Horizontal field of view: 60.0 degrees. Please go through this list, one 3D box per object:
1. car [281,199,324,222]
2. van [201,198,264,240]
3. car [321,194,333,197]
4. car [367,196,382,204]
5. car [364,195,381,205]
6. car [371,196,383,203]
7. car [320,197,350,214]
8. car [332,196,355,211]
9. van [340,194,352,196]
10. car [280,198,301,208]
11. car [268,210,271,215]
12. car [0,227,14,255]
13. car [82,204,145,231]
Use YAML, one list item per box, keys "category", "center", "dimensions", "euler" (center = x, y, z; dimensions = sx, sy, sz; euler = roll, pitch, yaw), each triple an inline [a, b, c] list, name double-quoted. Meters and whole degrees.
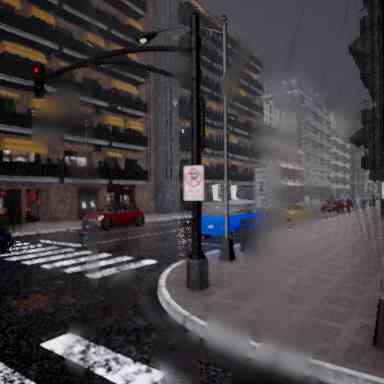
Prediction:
- category: "car"
  center: [8.485, 1.488, 25.762]
  dimensions: [1.752, 1.417, 4.829]
  euler: [-1, 0, 35]
- category: "van"
  center: [1.888, 1.318, 16.350]
  dimensions: [1.690, 1.788, 3.998]
  euler: [-1, 0, 35]
- category: "car"
  center: [27.530, 1.382, 67.546]
  dimensions: [2.192, 1.841, 5.009]
  euler: [-1, -1, 35]
- category: "car"
  center: [34.383, 1.514, 62.717]
  dimensions: [2.008, 1.369, 4.403]
  euler: [-1, -1, 35]
- category: "car"
  center: [31.133, 1.513, 58.080]
  dimensions: [2.008, 1.369, 4.403]
  euler: [-1, -1, 35]
- category: "car"
  center: [37.632, 1.509, 67.355]
  dimensions: [1.887, 1.381, 4.507]
  euler: [-1, -1, 35]
- category: "car"
  center: [14.885, 1.503, 34.895]
  dimensions: [1.887, 1.381, 4.507]
  euler: [-1, -1, 35]
- category: "car"
  center: [18.134, 1.503, 39.531]
  dimensions: [1.887, 1.381, 4.507]
  euler: [-1, -1, 35]
- category: "van"
  center: [37.278, 1.416, 81.456]
  dimensions: [1.690, 1.788, 3.998]
  euler: [-1, -1, 35]
- category: "car"
  center: [14.533, 1.645, 48.994]
  dimensions: [1.802, 1.307, 4.206]
  euler: [-1, -1, 35]
- category: "car"
  center: [5.847, 1.372, 31.918]
  dimensions: [2.097, 1.767, 4.553]
  euler: [-1, 0, 35]
- category: "car"
  center: [-8.502, 1.635, 11.433]
  dimensions: [1.994, 1.385, 4.181]
  euler: [-1, 0, 35]
- category: "car"
  center: [-4.963, 1.520, 21.174]
  dimensions: [1.967, 1.590, 4.097]
  euler: [-1, 0, 35]
